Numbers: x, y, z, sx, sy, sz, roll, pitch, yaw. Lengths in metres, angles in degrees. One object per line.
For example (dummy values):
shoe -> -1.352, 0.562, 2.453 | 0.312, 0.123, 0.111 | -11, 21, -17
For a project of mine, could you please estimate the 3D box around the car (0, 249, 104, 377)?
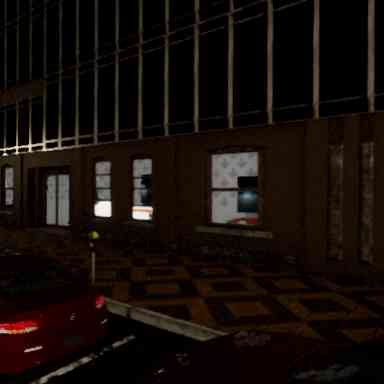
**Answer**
car -> -3.042, 1.543, 5.050 | 4.206, 1.307, 1.802 | 1, 0, 36

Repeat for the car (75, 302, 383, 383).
car -> 1.594, 1.548, 1.737 | 4.507, 1.381, 1.887 | 1, 0, 36
